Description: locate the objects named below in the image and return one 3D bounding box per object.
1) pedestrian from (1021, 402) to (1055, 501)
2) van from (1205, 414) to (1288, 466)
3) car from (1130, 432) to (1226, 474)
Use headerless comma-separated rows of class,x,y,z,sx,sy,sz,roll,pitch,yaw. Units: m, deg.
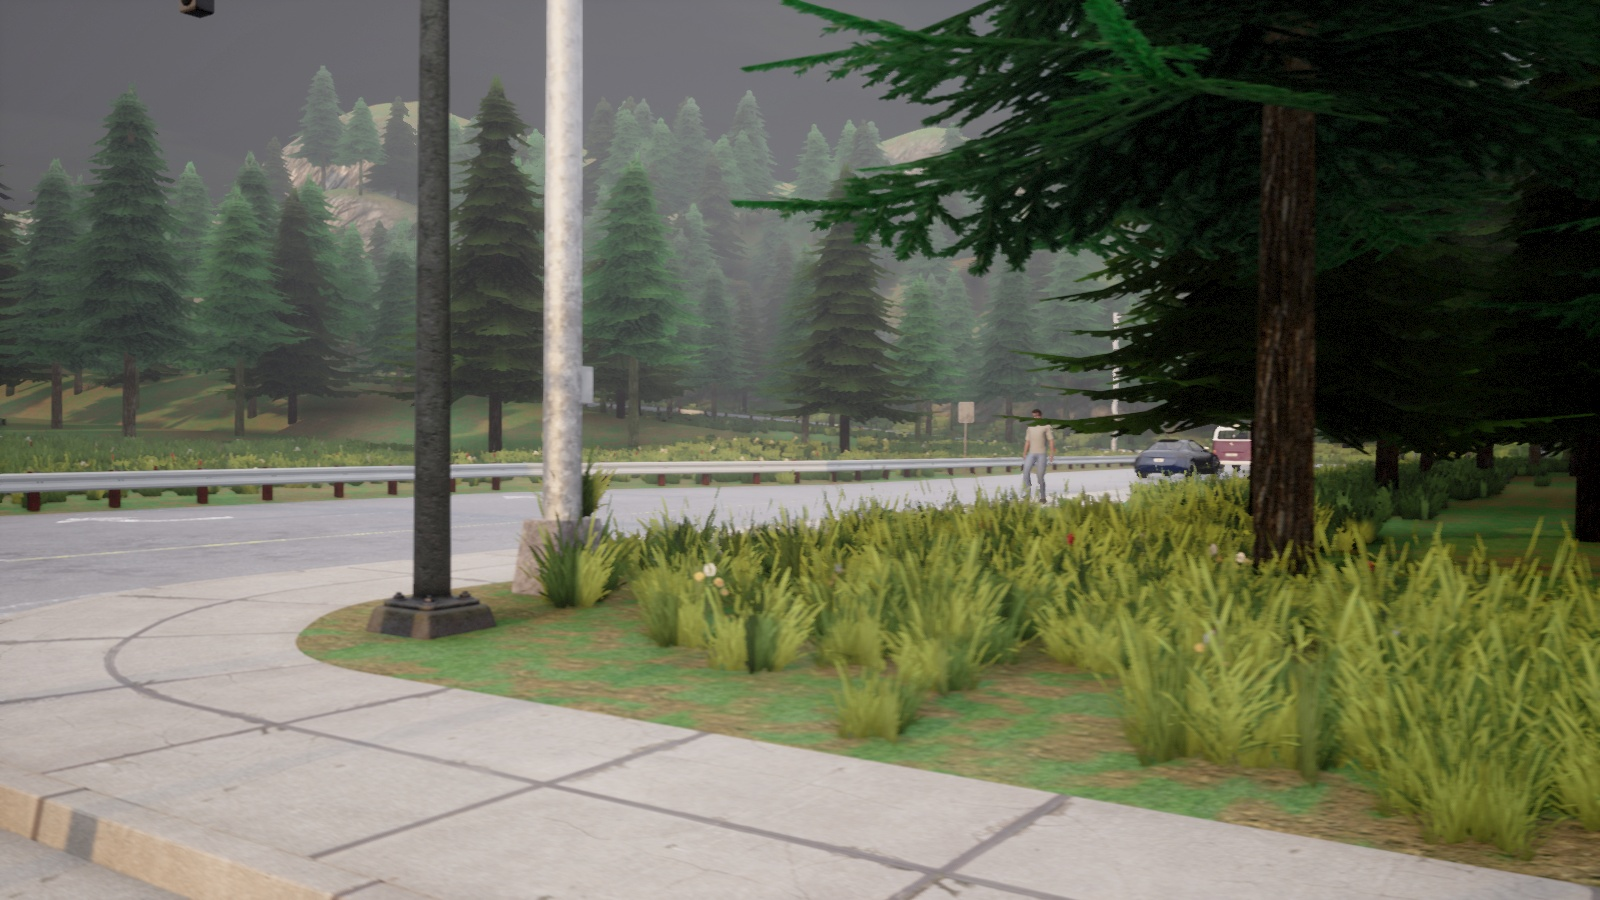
pedestrian,4.496,0.017,23.713,0.354,1.836,0.706,0,1,36
van,18.240,-0.415,51.175,2.069,2.038,4.480,0,1,35
car,13.328,0.067,44.099,1.994,1.385,4.181,0,1,35
